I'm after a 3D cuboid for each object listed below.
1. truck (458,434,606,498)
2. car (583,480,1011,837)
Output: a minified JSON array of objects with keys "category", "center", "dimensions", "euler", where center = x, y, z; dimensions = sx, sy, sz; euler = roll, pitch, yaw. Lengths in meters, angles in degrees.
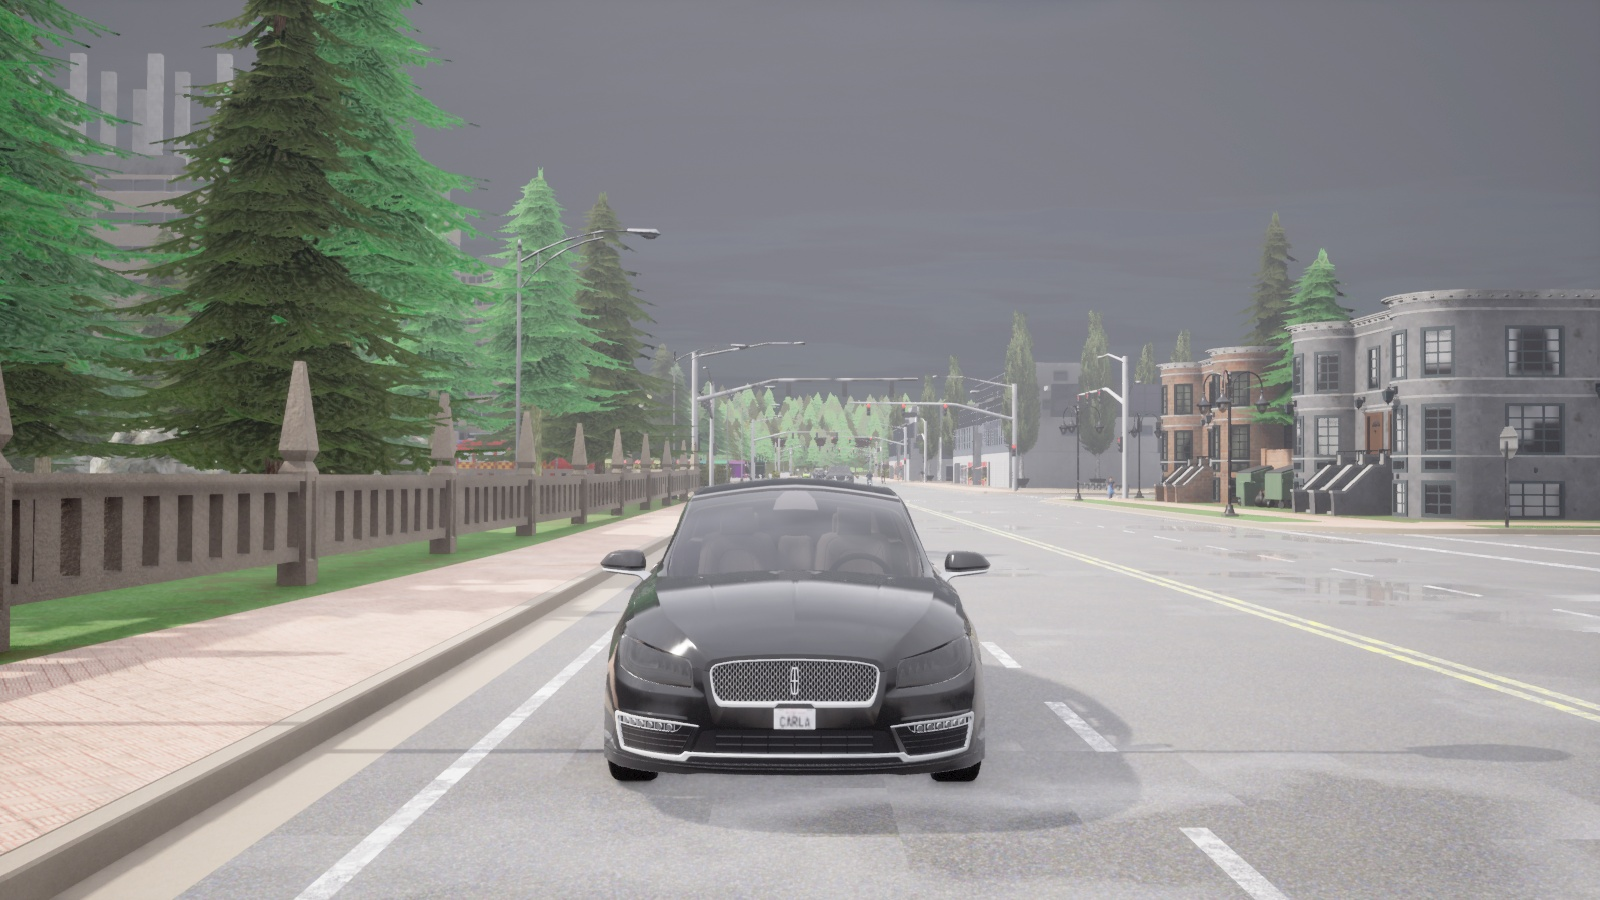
[{"category":"truck","center":[-16.340,1.006,77.079],"dimensions":[8.468,3.827,2.891],"euler":[0,-1,0]},{"category":"car","center":[-0.021,0.951,7.847],"dimensions":[1.837,1.490,4.892],"euler":[0,-1,0]}]
